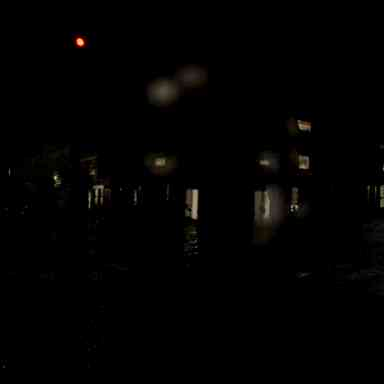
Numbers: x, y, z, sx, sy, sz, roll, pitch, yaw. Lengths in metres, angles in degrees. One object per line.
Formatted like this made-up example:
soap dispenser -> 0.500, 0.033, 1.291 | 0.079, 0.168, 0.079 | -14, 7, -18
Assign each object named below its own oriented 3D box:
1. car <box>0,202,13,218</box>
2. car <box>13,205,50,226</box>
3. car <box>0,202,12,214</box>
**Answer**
car -> -18.904, 2.015, 35.389 | 2.008, 1.369, 4.403 | 1, -1, -35
car -> -12.696, 1.810, 26.531 | 1.967, 1.590, 4.097 | 1, -1, -35
car -> -25.388, 2.087, 44.565 | 1.752, 1.417, 4.829 | 1, -1, -35
